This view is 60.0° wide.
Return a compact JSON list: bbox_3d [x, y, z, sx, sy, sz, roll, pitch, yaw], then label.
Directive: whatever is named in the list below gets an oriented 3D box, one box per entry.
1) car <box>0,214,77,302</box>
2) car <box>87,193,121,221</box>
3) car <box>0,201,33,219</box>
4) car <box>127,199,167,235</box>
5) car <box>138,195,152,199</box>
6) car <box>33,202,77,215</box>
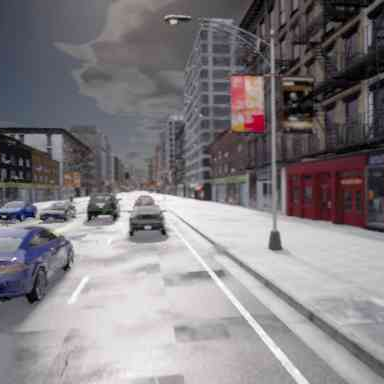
[{"bbox_3d":[-4.177,1.526,7.959,1.812,1.442,4.674,-1,0,-8],"label":"car"},{"bbox_3d":[-6.951,1.114,26.529,2.150,2.045,5.566,-1,0,-8],"label":"car"},{"bbox_3d":[-13.650,1.484,26.068,1.882,1.535,5.008,-1,1,-8],"label":"car"},{"bbox_3d":[-2.429,1.395,18.125,1.837,1.490,4.892,-1,1,-8],"label":"car"},{"bbox_3d":[-4.970,1.142,35.150,2.097,1.767,4.553,-1,0,-8],"label":"car"},{"bbox_3d":[-10.400,1.499,26.301,2.033,1.411,5.357,-1,0,-8],"label":"car"}]
